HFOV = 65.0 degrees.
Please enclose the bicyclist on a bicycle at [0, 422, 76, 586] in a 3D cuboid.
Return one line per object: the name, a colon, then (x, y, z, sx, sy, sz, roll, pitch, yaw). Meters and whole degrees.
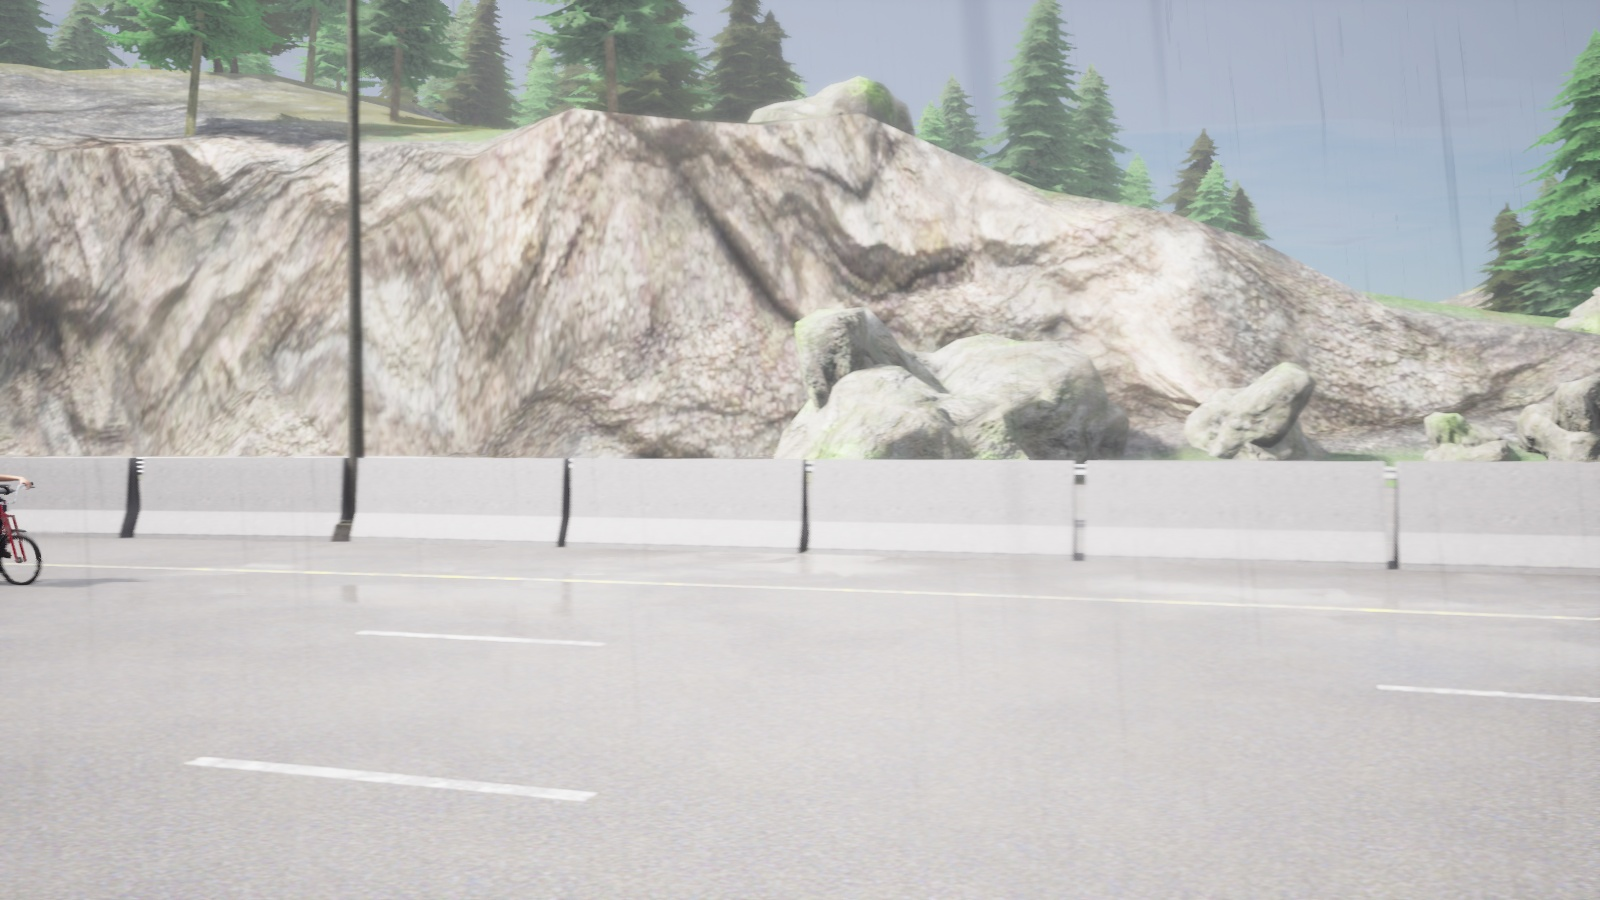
bicyclist on a bicycle: (-8.434, 0.522, 12.926, 1.509, 1.612, 0.866, 0, 1, 14)
